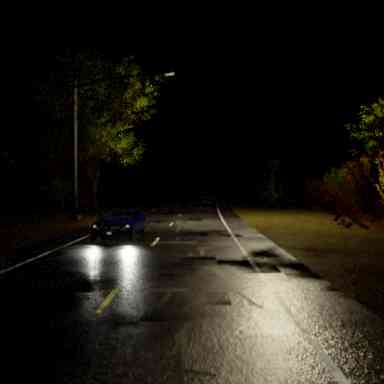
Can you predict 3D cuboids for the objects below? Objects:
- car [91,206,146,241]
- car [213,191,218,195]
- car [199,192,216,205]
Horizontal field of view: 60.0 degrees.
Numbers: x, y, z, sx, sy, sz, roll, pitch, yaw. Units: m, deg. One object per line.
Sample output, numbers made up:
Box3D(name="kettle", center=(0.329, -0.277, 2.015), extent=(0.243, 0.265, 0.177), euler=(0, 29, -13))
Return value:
Box3D(name="car", center=(-3.358, 1.407, 16.003), extent=(1.812, 1.442, 4.674), euler=(0, 0, 2))
Box3D(name="car", center=(3.835, 1.003, 67.120), extent=(2.033, 1.411, 5.357), euler=(0, 1, 6))
Box3D(name="car", center=(2.048, 1.114, 47.970), extent=(2.128, 1.511, 4.902), euler=(0, 0, 4))
